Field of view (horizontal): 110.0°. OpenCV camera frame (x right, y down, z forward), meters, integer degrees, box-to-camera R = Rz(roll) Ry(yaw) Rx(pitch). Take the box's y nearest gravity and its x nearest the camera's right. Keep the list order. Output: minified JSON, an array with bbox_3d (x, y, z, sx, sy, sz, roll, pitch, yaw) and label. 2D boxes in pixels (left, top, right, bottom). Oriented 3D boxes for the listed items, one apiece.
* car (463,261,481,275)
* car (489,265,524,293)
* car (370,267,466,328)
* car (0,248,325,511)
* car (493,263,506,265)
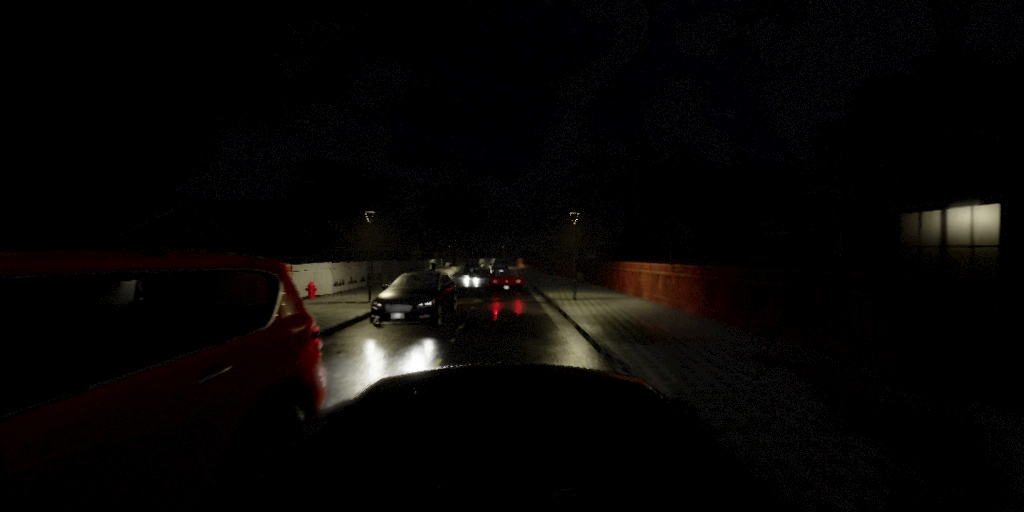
[{"bbox_3d":[-4.609,1.338,41.537,2.128,1.511,4.902,0,0,-5],"label":"car"},{"bbox_3d":[-0.370,1.396,21.312,1.895,1.301,4.718,0,0,-2],"label":"car"},{"bbox_3d":[-2.937,1.271,11.618,2.128,1.511,4.902,0,0,0],"label":"car"},{"bbox_3d":[-2.870,0.973,1.201,2.150,2.045,5.566,0,0,0],"label":"car"},{"bbox_3d":[-1.254,1.375,36.413,2.033,1.411,5.357,0,0,-4],"label":"car"}]
